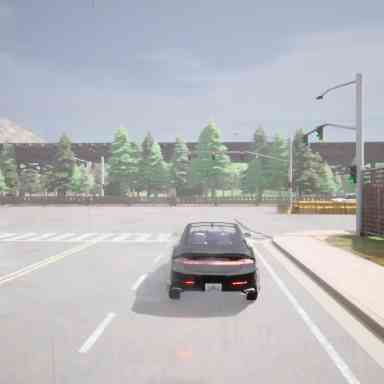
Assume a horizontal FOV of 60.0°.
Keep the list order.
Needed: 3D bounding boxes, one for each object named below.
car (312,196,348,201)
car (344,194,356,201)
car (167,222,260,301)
[{"bbox_3d":[14.550,1.491,37.950,4.902,1.511,2.128,0,0,1],"label":"car"},{"bbox_3d":[19.831,1.222,41.332,5.566,2.045,2.150,0,0,2],"label":"car"},{"bbox_3d":[0.511,1.492,8.374,2.128,1.511,4.902,0,0,3],"label":"car"}]
